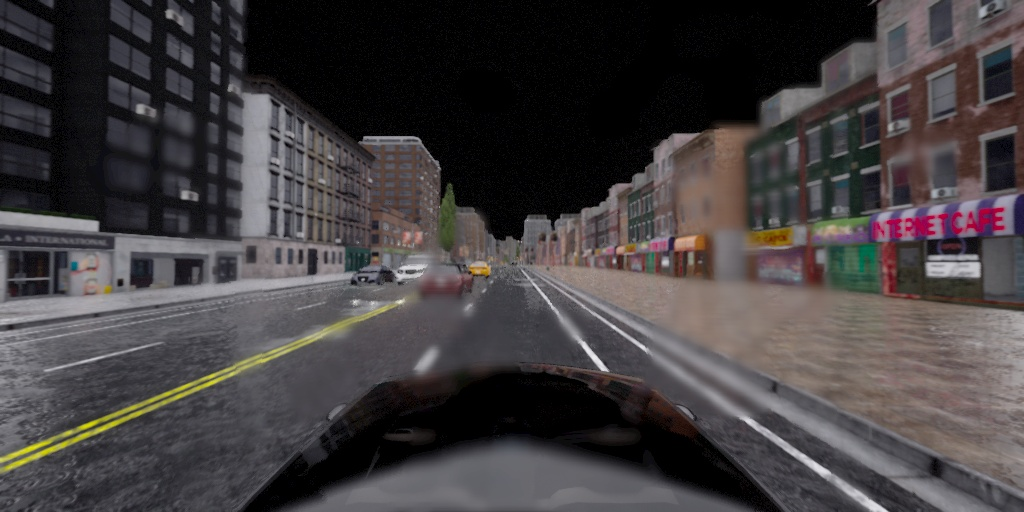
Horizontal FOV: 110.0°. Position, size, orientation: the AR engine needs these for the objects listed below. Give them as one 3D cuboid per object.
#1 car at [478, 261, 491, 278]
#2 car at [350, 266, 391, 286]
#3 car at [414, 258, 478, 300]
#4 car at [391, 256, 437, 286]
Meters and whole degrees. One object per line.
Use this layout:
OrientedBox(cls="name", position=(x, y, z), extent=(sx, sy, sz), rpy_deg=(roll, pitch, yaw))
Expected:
OrientedBox(cls="car", position=(-3.144, 1.341, 35.551), extent=(1.882, 1.535, 5.008), rpy_deg=(0, 0, 0))
OrientedBox(cls="car", position=(-9.845, 1.373, 25.684), extent=(1.994, 1.385, 4.181), rpy_deg=(0, 0, 0))
OrientedBox(cls="car", position=(-3.149, 1.133, 18.085), extent=(2.097, 1.767, 4.553), rpy_deg=(0, 0, 0))
OrientedBox(cls="car", position=(-6.595, 1.032, 25.997), extent=(2.150, 2.045, 5.566), rpy_deg=(0, 0, 0))
